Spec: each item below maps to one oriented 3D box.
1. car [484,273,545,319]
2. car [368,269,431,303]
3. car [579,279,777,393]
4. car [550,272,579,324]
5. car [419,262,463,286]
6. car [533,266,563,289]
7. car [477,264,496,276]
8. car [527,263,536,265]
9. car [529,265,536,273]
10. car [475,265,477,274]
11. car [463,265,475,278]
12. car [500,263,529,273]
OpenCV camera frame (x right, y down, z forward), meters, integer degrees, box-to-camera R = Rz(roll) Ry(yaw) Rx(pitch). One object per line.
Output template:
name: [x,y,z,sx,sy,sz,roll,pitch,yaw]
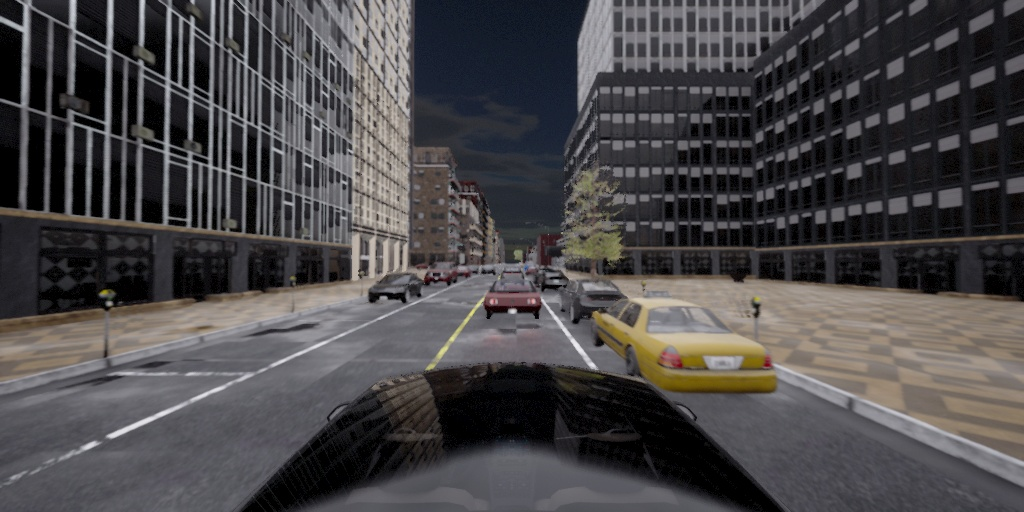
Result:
car: [0.041,1.496,13.589,1.895,1.301,4.718,0,-1,0]
car: [-5.688,1.518,18.067,1.948,1.339,4.313,0,0,0]
car: [2.665,1.336,6.834,1.751,1.417,4.829,0,0,0]
car: [2.660,1.431,12.352,2.007,1.370,4.403,0,0,0]
car: [-5.688,1.410,29.444,2.192,1.841,5.009,0,0,0]
car: [2.660,1.588,23.729,1.948,1.339,4.313,0,0,0]
car: [-3.091,1.808,47.548,1.882,1.535,5.008,0,-1,0]
car: [2.661,1.898,46.483,1.802,1.307,4.207,0,0,0]
car: [2.660,1.661,29.418,1.948,1.339,4.313,0,0,0]
car: [-5.687,1.958,52.198,1.948,1.339,4.313,0,0,0]
car: [-5.687,1.788,40.822,1.888,1.381,4.507,0,0,0]
car: [0.048,1.584,29.209,2.128,1.511,4.902,0,-1,0]
